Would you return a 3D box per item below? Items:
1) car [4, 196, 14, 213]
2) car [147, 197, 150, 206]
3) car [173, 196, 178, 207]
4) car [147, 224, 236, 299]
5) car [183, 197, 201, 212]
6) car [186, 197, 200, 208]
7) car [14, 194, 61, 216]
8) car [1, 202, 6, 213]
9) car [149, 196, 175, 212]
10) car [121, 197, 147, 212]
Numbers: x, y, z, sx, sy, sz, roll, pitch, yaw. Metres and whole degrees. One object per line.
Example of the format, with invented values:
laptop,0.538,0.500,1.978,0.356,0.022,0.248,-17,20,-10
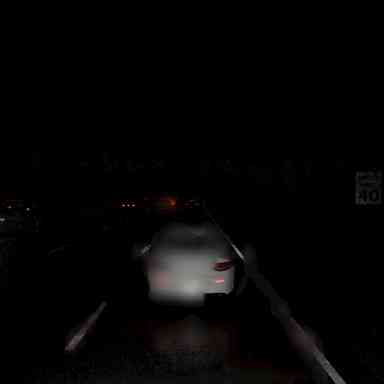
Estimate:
car,-18.533,1.221,36.592,2.150,2.045,5.566,0,0,0
car,-6.806,1.525,49.677,1.812,1.442,4.674,0,0,1
car,-3.308,1.352,49.559,2.097,1.767,4.553,0,0,1
car,-0.012,1.526,8.304,1.812,1.442,4.674,0,0,0
car,-0.012,1.526,39.321,1.812,1.442,4.674,0,0,1
car,0.193,1.477,49.538,1.882,1.535,5.008,0,0,1
car,-15.043,1.221,33.255,2.150,2.045,5.566,0,0,0
car,-15.106,1.564,22.774,1.994,1.385,4.181,0,0,0
car,-3.508,1.564,39.731,1.994,1.385,4.181,0,0,1
car,-7.012,1.547,39.316,2.033,1.411,5.357,0,0,1
